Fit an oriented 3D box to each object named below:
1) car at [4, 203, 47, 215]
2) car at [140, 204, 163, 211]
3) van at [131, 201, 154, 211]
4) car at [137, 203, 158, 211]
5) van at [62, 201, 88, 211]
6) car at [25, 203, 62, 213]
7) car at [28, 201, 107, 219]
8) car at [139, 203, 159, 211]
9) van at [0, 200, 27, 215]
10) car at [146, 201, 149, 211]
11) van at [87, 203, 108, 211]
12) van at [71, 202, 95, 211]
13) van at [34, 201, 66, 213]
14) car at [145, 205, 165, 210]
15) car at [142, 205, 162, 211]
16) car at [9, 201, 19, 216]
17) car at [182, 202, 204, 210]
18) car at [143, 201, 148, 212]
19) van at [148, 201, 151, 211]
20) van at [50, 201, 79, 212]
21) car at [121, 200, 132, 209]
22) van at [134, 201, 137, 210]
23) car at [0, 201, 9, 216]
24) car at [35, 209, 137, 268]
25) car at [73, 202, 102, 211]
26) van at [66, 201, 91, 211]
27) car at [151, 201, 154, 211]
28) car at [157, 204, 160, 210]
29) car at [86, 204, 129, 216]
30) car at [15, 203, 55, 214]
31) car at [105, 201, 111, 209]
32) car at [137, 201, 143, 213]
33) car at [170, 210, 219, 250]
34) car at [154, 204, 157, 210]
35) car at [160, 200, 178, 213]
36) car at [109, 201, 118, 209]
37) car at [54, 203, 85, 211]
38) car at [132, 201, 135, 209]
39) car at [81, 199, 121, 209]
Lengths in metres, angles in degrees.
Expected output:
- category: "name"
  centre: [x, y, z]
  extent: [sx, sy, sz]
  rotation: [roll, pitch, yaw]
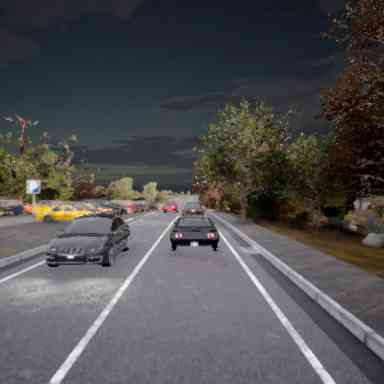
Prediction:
- category: "car"
  centre: [-23.394, 2.370, 46.821]
  extent: [5.008, 1.535, 2.097]
  rotation: [0, -2, 0]
- category: "car"
  centre: [-10.111, 3.851, 82.785]
  extent: [5.366, 1.575, 1.946]
  rotation: [0, -3, 0]
- category: "van"
  centre: [-10.189, 2.942, 68.932]
  extent: [4.442, 1.987, 1.878]
  rotation: [0, -3, 0]
- category: "car"
  centre: [-10.269, 3.454, 77.245]
  extent: [4.553, 1.767, 2.185]
  rotation: [0, -3, 0]
- category: "van"
  centre: [-23.270, 2.806, 66.185]
  extent: [4.442, 1.987, 1.878]
  rotation: [0, -2, 0]
- category: "car"
  centre: [-23.390, 2.560, 52.484]
  extent: [4.892, 1.521, 2.231]
  rotation: [0, -2, 0]
- category: "car"
  centre: [-10.147, 1.767, 27.337]
  extent: [5.366, 1.575, 1.946]
  rotation: [0, -2, 0]
- category: "car"
  centre: [-10.267, 3.591, 80.018]
  extent: [4.553, 1.767, 2.185]
  rotation: [0, -3, 0]
- category: "van"
  centre: [-23.520, 1.964, 41.417]
  extent: [4.442, 1.987, 1.878]
  rotation: [0, -2, 0]
- category: "car"
  centre: [-10.315, 2.779, 57.843]
  extent: [4.674, 1.452, 2.002]
  rotation: [0, -2, 0]
- category: "van"
  centre: [-23.493, 3.627, 82.794]
  extent: [4.442, 1.987, 1.878]
  rotation: [0, -3, 0]
- category: "van"
  centre: [-23.500, 3.080, 71.726]
  extent: [4.442, 1.987, 1.878]
  rotation: [0, -3, 0]
- category: "van"
  centre: [-23.511, 2.426, 55.260]
  extent: [4.442, 1.987, 1.878]
  rotation: [0, -2, 0]
- category: "car"
  centre: [-10.105, 4.262, 91.103]
  extent: [5.366, 1.575, 1.946]
  rotation: [0, -3, 0]
- category: "car"
  centre: [-10.288, 3.992, 85.558]
  extent: [4.892, 1.521, 2.231]
  rotation: [0, -3, 0]
- category: "car"
  centre: [-23.398, 2.098, 38.640]
  extent: [4.892, 1.521, 2.231]
  rotation: [0, -2, 0]
- category: "car"
  centre: [0.103, 1.783, 32.164]
  extent: [2.097, 1.767, 4.553]
  rotation: [0, -1, 0]
- category: "car"
  centre: [-10.284, 2.676, 55.067]
  extent: [4.792, 1.488, 2.163]
  rotation: [0, -2, 0]
- category: "van"
  centre: [-10.194, 2.606, 60.626]
  extent: [4.442, 1.987, 1.878]
  rotation: [0, -2, 0]
- category: "van"
  centre: [-23.273, 2.610, 60.797]
  extent: [4.442, 1.987, 1.878]
  rotation: [0, -2, 0]
- category: "car"
  centre: [-10.297, 1.839, 38.430]
  extent: [5.566, 2.045, 2.435]
  rotation: [0, -2, 0]
- category: "van"
  centre: [-10.436, 2.143, 46.753]
  extent: [4.442, 1.987, 1.878]
  rotation: [0, -2, 0]
- category: "car"
  centre: [-23.221, 2.004, 35.874]
  extent: [5.366, 1.575, 1.946]
  rotation: [0, -2, 0]
- category: "car"
  centre: [-3.348, 1.563, 11.596]
  extent: [1.837, 1.490, 4.892]
  rotation: [0, -1, 0]
- category: "car"
  centre: [-23.353, 3.191, 74.495]
  extent: [5.566, 2.045, 2.435]
  rotation: [0, -3, 0]
- category: "van"
  centre: [-23.501, 2.949, 69.085]
  extent: [4.442, 1.987, 1.878]
  rotation: [0, -3, 0]
- category: "car"
  centre: [-10.338, 2.954, 63.399]
  extent: [4.792, 1.488, 2.163]
  rotation: [0, -2, 0]
- category: "car"
  centre: [-10.296, 3.442, 74.466]
  extent: [5.008, 1.535, 2.097]
  rotation: [0, -3, 0]
- category: "car"
  centre: [-10.353, 2.213, 41.196]
  extent: [4.792, 1.488, 2.163]
  rotation: [0, -2, 0]
- category: "car"
  centre: [-23.392, 2.466, 49.716]
  extent: [5.008, 1.535, 2.097]
  rotation: [0, -2, 0]
- category: "car"
  centre: [-10.336, 1.840, 30.105]
  extent: [4.892, 1.521, 2.231]
  rotation: [0, -2, 0]
- category: "car"
  centre: [-10.323, 2.461, 49.521]
  extent: [5.008, 1.535, 2.097]
  rotation: [0, -2, 0]
- category: "car"
  centre: [0.102, 1.695, 14.704]
  extent: [1.895, 1.301, 4.718]
  rotation: [0, -1, 0]
- category: "car"
  centre: [-10.335, 2.780, 66.160]
  extent: [5.566, 2.045, 2.435]
  rotation: [0, -3, 0]
- category: "car"
  centre: [-3.313, 2.297, 52.411]
  extent: [2.150, 2.045, 5.566]
  rotation: [0, -2, 0]
- category: "car"
  centre: [-10.335, 1.915, 32.876]
  extent: [5.008, 1.535, 2.097]
  rotation: [0, -2, 0]
- category: "car"
  centre: [-23.394, 2.928, 63.558]
  extent: [5.008, 1.535, 2.097]
  rotation: [0, -2, 0]
- category: "car"
  centre: [-10.324, 2.316, 43.970]
  extent: [4.674, 1.452, 2.002]
  rotation: [0, -2, 0]
- category: "car"
  centre: [-10.358, 1.875, 35.656]
  extent: [4.553, 1.767, 2.185]
  rotation: [0, -2, 0]
